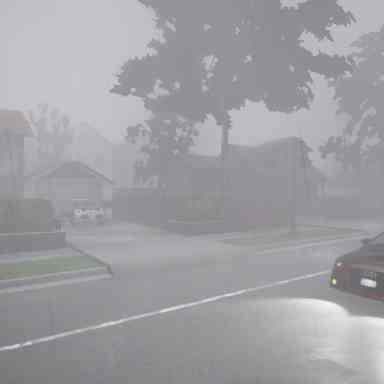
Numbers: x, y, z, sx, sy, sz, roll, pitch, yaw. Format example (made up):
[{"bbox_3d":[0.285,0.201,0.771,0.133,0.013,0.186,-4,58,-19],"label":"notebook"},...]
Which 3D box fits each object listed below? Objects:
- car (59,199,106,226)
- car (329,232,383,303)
[{"bbox_3d":[-6.583,1.168,19.906,1.970,1.475,3.806,0,0,-35],"label":"car"},{"bbox_3d":[5.003,1.564,7.540,4.181,1.385,1.994,0,0,-36],"label":"car"}]
